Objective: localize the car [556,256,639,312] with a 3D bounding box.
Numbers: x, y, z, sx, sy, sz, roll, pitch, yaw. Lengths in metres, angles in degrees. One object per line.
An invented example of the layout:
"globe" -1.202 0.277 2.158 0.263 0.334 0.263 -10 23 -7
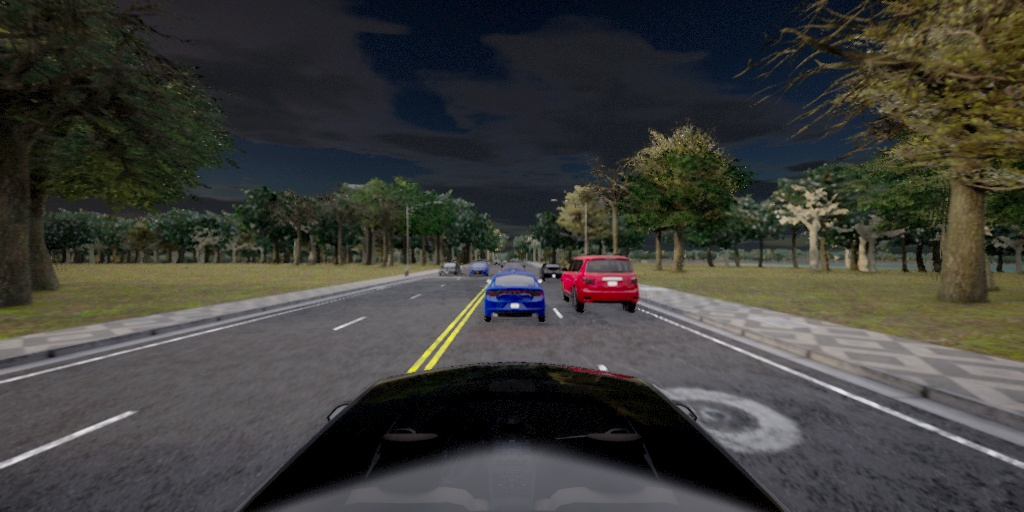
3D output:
"car" 3.348 1.013 14.611 2.150 2.045 5.566 0 0 0

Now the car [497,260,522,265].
"car" 0.101 1.202 30.719 2.097 1.767 4.553 0 0 0

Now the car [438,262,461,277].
"car" -6.590 1.406 38.617 1.812 1.442 4.674 0 0 0

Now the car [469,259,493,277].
"car" -3.337 1.353 37.320 1.882 1.535 5.008 0 0 0

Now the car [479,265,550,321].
"car" 0.091 1.261 12.725 1.882 1.535 5.008 0 0 0

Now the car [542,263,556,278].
"car" 3.352 1.356 31.153 1.837 1.490 4.892 0 0 0
